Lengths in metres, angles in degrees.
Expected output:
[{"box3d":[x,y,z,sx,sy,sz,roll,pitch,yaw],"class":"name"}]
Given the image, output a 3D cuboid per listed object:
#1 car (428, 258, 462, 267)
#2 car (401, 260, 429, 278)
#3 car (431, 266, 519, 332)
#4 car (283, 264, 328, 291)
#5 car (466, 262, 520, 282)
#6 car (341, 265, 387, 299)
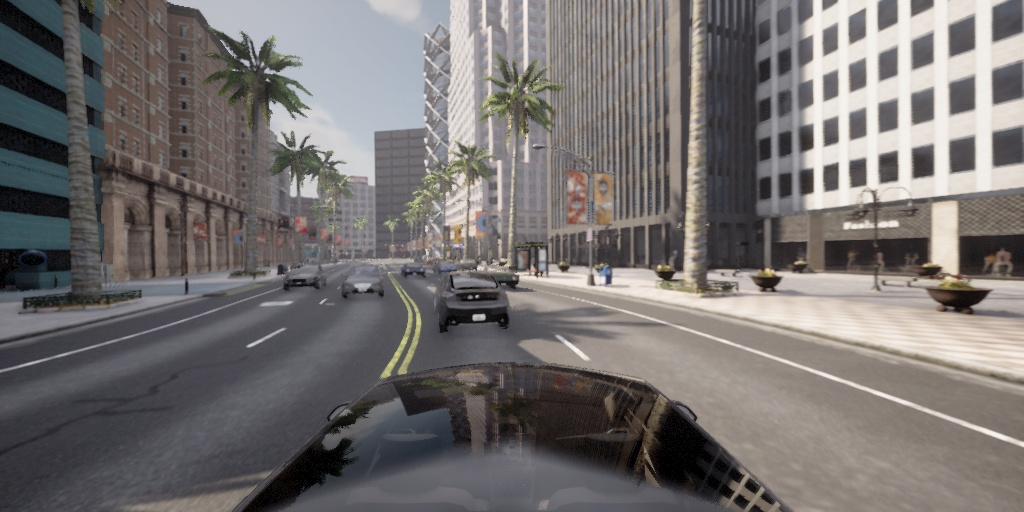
[{"box3d":[-7.098,1.189,37.588,2.033,1.411,5.357,-1,0,-21],"class":"car"},{"box3d":[-9.316,1.283,33.559,1.895,1.301,4.718,-1,0,-21],"class":"car"},{"box3d":[-1.378,1.223,10.962,1.837,1.490,4.892,0,0,-14],"class":"car"},{"box3d":[-12.692,1.277,22.229,1.837,1.490,4.892,-1,0,-20],"class":"car"},{"box3d":[-1.192,1.264,21.777,1.895,1.301,4.718,-1,0,-20],"class":"car"},{"box3d":[-7.489,1.232,18.267,2.128,1.511,4.902,-1,0,-20],"class":"car"}]
